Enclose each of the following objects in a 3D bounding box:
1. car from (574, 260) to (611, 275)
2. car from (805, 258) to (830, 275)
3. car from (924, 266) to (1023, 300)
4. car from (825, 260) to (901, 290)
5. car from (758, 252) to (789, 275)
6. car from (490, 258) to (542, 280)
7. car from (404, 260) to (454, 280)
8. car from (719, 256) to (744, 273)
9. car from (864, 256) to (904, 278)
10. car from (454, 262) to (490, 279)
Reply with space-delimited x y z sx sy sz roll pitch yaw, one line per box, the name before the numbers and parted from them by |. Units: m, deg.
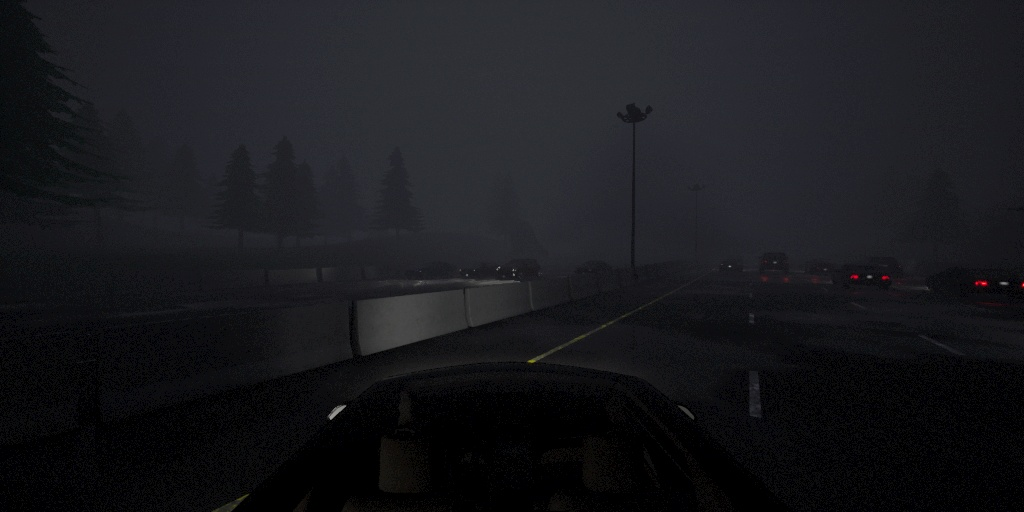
car | 7.714 1.099 33.800 2.033 1.411 5.357 0 1 34
car | 28.044 0.931 32.547 1.812 1.442 4.674 0 1 34
car | 22.030 1.184 17.130 2.033 1.411 5.357 0 1 34
car | 20.620 1.151 21.343 2.033 1.411 5.357 0 1 34
car | 24.996 0.628 34.291 2.150 2.045 5.566 0 1 33
car | 0.603 0.989 29.477 2.097 1.767 4.553 0 0 34
car | -6.912 1.136 30.821 1.882 1.535 5.008 0 1 34
car | 22.463 0.956 36.808 1.994 1.385 4.181 0 1 34
car | 30.477 0.776 29.890 2.097 1.767 4.553 0 1 34
car | -2.472 1.237 31.180 1.895 1.301 4.718 0 1 34
